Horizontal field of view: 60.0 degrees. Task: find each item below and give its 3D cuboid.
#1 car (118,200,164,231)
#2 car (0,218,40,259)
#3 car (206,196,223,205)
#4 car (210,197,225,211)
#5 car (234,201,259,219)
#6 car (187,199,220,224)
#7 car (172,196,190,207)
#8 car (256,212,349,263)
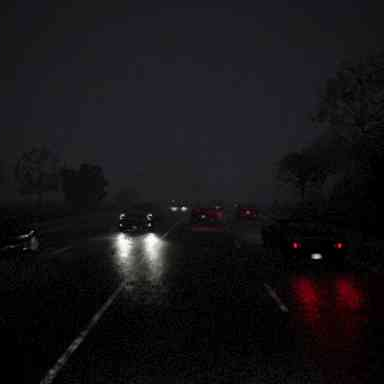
[{"bbox_3d":[-3.047,1.396,20.671,2.097,1.767,4.553,0,0,4],"label":"car"},{"bbox_3d":[-6.927,1.586,11.205,1.994,1.385,4.181,0,0,2],"label":"car"},{"bbox_3d":[4.286,1.616,62.157,1.882,1.535,5.008,0,0,18],"label":"car"},{"bbox_3d":[3.204,1.589,42.735,2.128,1.511,4.902,0,0,10],"label":"car"},{"bbox_3d":[4.886,1.548,29.905,1.882,1.535,5.008,0,0,6],"label":"car"},{"bbox_3d":[0.964,1.534,25.318,1.882,1.535,5.008,0,0,4],"label":"car"},{"bbox_3d":[-1.733,1.462,53.761,2.097,1.767,4.553,0,0,14],"label":"car"},{"bbox_3d":[3.771,1.630,12.124,1.895,1.301,4.718,0,0,1],"label":"car"}]
